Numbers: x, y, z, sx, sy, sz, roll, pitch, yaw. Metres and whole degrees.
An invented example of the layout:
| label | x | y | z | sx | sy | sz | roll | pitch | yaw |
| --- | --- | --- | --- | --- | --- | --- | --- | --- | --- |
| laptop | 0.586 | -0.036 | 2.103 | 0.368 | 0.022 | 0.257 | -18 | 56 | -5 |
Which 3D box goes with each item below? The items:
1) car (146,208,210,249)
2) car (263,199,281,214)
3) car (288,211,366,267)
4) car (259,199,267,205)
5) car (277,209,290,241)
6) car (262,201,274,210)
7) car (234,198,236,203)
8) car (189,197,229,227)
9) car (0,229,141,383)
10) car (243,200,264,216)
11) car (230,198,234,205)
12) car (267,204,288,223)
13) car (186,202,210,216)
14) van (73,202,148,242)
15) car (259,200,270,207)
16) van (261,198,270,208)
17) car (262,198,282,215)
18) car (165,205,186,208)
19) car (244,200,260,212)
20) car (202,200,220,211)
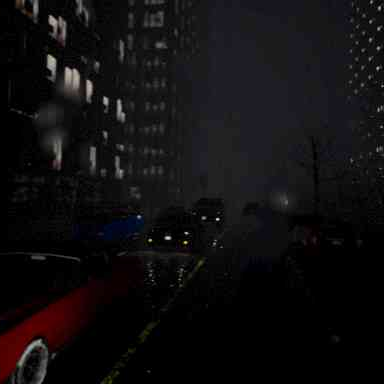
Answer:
| label | x | y | z | sx | sy | sz | roll | pitch | yaw |
| --- | --- | --- | --- | --- | --- | --- | --- | --- | --- |
| car | -0.582 | 1.641 | 14.965 | 1.994 | 1.385 | 4.181 | 2 | 0 | 10 |
| car | 11.018 | 1.949 | 46.177 | 2.192 | 1.841 | 5.009 | 2 | 0 | 10 |
| car | 4.997 | 1.676 | 12.581 | 1.967 | 1.590 | 4.097 | 2 | 0 | 10 |
| car | 18.167 | 2.658 | 85.347 | 2.008 | 1.369 | 4.403 | 2 | 0 | 10 |
| car | 5.959 | 1.867 | 18.186 | 1.947 | 1.339 | 4.313 | 2 | 0 | 10 |
| car | 13.086 | 2.296 | 57.535 | 1.752 | 1.417 | 4.829 | 2 | 0 | 10 |
| car | 9.931 | 2.411 | 86.876 | 2.008 | 1.369 | 4.403 | 2 | 0 | 10 |
| car | 1.320 | 1.422 | 25.282 | 2.150 | 2.045 | 5.566 | 2 | 0 | 11 |
| car | -2.367 | 1.561 | 5.233 | 1.895 | 1.301 | 4.718 | 2 | 0 | 8 |
| car | 6.977 | 1.938 | 38.563 | 1.882 | 1.535 | 5.008 | 2 | 0 | 10 |
| car | 7.885 | 2.290 | 75.685 | 1.947 | 1.339 | 4.313 | 2 | 0 | 10 |
| car | 7.939 | 2.015 | 29.388 | 1.802 | 1.307 | 4.206 | 2 | 0 | 10 |
| car | 0.725 | 1.819 | 36.511 | 1.947 | 1.339 | 4.313 | 2 | 0 | 10 |
| van | -3.475 | 1.323 | 14.154 | 1.690 | 1.788 | 3.998 | 2 | 0 | 10 |
| car | 16.122 | 2.522 | 74.155 | 2.008 | 1.369 | 4.403 | 2 | 0 | 10 |
| van | 15.108 | 2.245 | 68.561 | 1.690 | 1.788 | 3.998 | 2 | 0 | 10 |
| car | 9.995 | 1.882 | 40.581 | 2.192 | 1.841 | 5.009 | 2 | 0 | 10 |
| car | -1.327 | 1.663 | 25.323 | 1.887 | 1.381 | 4.507 | 2 | 0 | 10 |
| car | 8.915 | 2.080 | 49.155 | 2.128 | 1.511 | 4.902 | 2 | 0 | 10 |
| car | 2.772 | 1.953 | 47.704 | 1.947 | 1.339 | 4.313 | 2 | 0 | 10 |
